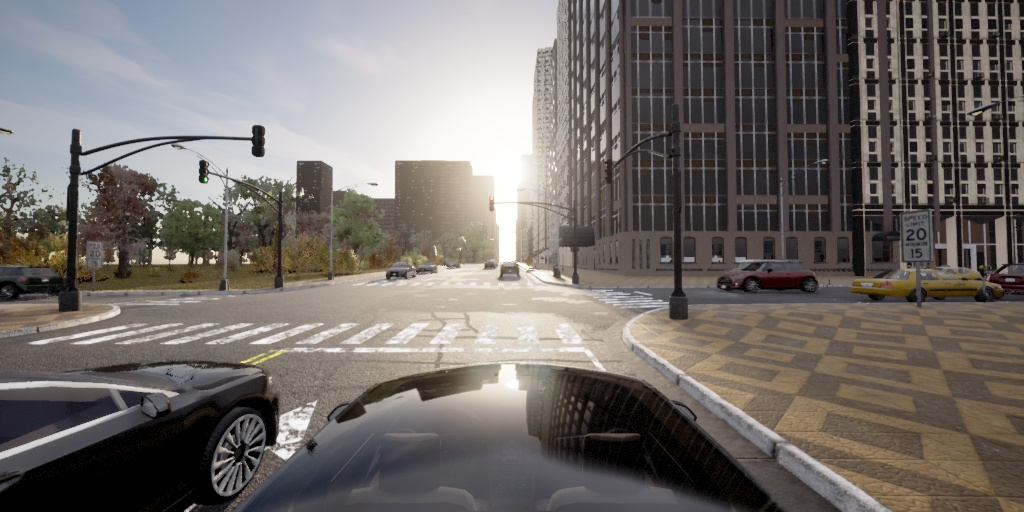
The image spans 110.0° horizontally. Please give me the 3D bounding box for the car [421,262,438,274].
[{"bbox_3d":[-10.226,1.413,43.017,1.994,1.385,4.181,0,0,0],"label":"car"}]

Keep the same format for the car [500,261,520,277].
[{"bbox_3d":[-0.228,1.307,37.601,1.882,1.535,5.008,0,0,-1],"label":"car"}]

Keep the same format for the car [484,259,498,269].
[{"bbox_3d":[-3.815,1.460,62.736,1.837,1.490,4.892,0,0,-1],"label":"car"}]

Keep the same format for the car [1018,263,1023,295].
[{"bbox_3d":[21.629,0.962,14.190,4.097,1.591,1.967,0,0,-1],"label":"car"}]

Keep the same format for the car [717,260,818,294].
[{"bbox_3d":[13.704,1.071,19.459,4.553,1.767,2.097,0,-2,-1],"label":"car"}]

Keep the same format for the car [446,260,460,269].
[{"bbox_3d":[-10.368,1.452,63.444,2.128,1.511,4.902,0,0,0],"label":"car"}]

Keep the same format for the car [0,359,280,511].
[{"bbox_3d":[-3.140,1.241,1.496,2.128,1.511,4.902,0,0,-1],"label":"car"}]

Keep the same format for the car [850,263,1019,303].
[{"bbox_3d":[16.216,1.075,14.073,4.829,1.417,1.751,0,0,-1],"label":"car"}]

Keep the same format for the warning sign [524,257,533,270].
[{"bbox_3d":[2.397,1.002,50.903,1.300,1.860,1.060,0,0,-1],"label":"warning sign"}]

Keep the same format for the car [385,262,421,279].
[{"bbox_3d":[-10.148,1.320,33.073,1.837,1.490,4.892,0,0,-2],"label":"car"}]

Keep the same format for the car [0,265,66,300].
[{"bbox_3d":[-26.050,1.285,18.359,4.553,1.767,2.097,0,-2,-1],"label":"car"}]
